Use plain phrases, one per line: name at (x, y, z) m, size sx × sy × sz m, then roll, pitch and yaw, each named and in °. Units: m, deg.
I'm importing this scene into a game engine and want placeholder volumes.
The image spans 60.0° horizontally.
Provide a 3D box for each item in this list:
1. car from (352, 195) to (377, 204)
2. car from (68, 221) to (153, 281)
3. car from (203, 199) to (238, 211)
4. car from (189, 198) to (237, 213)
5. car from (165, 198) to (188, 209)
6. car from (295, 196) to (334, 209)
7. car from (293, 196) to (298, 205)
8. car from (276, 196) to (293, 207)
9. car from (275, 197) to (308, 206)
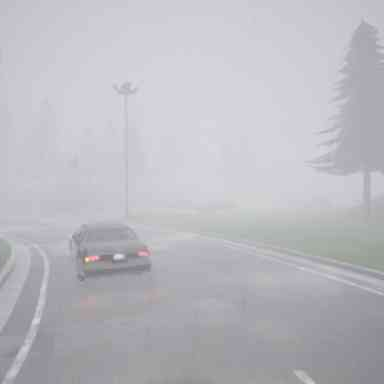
car at (30.485, 1.255, 58.806) m, size 4.553 × 1.767 × 2.097 m, roll -1°, pitch 0°, yaw -24°
car at (-2.719, 1.626, 10.321) m, size 2.033 × 1.411 × 5.357 m, roll -1°, pitch 0°, yaw -23°
car at (3.706, 1.697, 43.410) m, size 4.181 × 1.385 × 1.994 m, roll -1°, pitch 0°, yaw -23°
car at (2.433, 1.657, 39.040) m, size 4.674 × 1.442 × 1.812 m, roll -1°, pitch 0°, yaw -24°
car at (-1.513, 1.728, 48.767) m, size 4.892 × 1.490 × 1.837 m, roll -1°, pitch 0°, yaw -23°
car at (16.954, 1.571, 45.365) m, size 4.718 × 1.301 × 1.895 m, roll -1°, pitch 0°, yaw -23°
car at (18.058, 1.324, 49.647) m, size 4.553 × 1.767 × 2.097 m, roll -1°, pitch 0°, yaw -23°
car at (16.265, 1.363, 52.686) m, size 4.553 × 1.767 × 2.097 m, roll 0°, pitch 0°, yaw -23°
car at (17.020, 1.564, 56.778) m, size 5.357 × 1.411 × 2.033 m, roll -1°, pitch 0°, yaw -23°
